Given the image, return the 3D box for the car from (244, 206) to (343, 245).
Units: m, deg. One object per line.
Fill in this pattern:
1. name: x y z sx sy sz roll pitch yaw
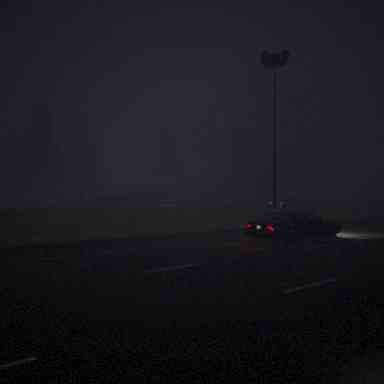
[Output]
1. car: 4.929 1.584 15.860 5.357 1.411 2.033 0 0 -35

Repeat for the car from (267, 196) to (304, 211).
1. car: 12.024 1.446 42.607 4.553 1.767 2.097 0 0 -35

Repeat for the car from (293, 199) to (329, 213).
1. car: 14.338 1.621 39.977 4.674 1.442 1.812 0 0 -35
